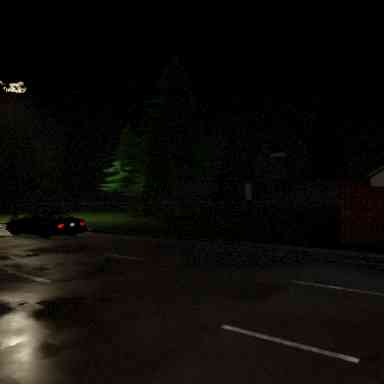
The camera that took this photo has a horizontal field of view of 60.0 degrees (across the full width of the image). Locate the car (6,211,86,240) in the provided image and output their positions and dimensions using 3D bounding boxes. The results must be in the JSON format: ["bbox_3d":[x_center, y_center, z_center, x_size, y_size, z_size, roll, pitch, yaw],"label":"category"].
[{"bbox_3d":[-8.133,1.745,18.395,5.357,1.411,2.033,-1,0,35],"label":"car"}]
